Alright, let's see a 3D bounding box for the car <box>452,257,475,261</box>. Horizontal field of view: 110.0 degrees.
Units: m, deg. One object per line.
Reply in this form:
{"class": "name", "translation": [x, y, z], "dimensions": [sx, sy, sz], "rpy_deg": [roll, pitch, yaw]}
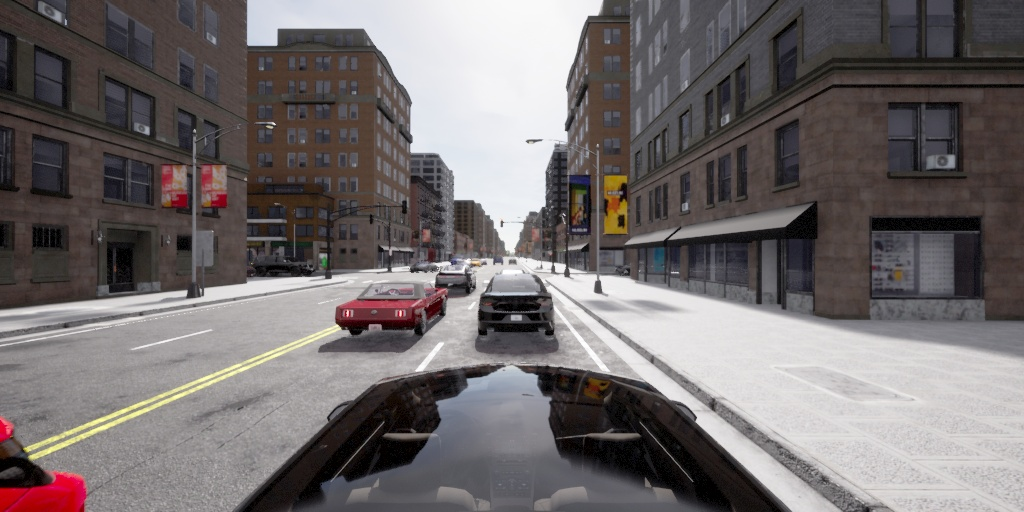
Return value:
{"class": "car", "translation": [-6.044, 1.240, 44.551], "dimensions": [2.128, 1.511, 4.902], "rpy_deg": [0, 0, -8]}

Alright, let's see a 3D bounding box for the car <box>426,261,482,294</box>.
{"class": "car", "translation": [-3.110, 1.240, 20.393], "dimensions": [2.128, 1.511, 4.902], "rpy_deg": [0, 0, 0]}

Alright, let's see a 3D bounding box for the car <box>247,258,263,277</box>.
{"class": "car", "translation": [-25.359, 1.170, 32.223], "dimensions": [4.097, 1.591, 1.967], "rpy_deg": [0, 0, 0]}

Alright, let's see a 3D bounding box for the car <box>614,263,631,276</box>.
{"class": "car", "translation": [13.305, 1.278, 37.789], "dimensions": [4.902, 1.511, 2.128], "rpy_deg": [0, 0, 0]}

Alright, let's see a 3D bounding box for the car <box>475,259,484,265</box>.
{"class": "car", "translation": [-6.460, 1.217, 62.086], "dimensions": [1.882, 1.535, 5.008], "rpy_deg": [0, 0, 0]}

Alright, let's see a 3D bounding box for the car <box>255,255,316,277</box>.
{"class": "car", "translation": [-22.125, 0.963, 34.740], "dimensions": [5.566, 2.045, 2.150], "rpy_deg": [0, 0, 0]}

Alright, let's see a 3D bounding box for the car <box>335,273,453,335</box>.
{"class": "car", "translation": [-3.133, 1.351, 10.458], "dimensions": [1.895, 1.301, 4.718], "rpy_deg": [0, 0, 0]}

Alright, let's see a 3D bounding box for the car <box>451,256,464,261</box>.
{"class": "car", "translation": [-9.685, 0.961, 64.528], "dimensions": [2.150, 2.045, 5.566], "rpy_deg": [0, 0, 1]}

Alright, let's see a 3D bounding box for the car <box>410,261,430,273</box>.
{"class": "car", "translation": [-10.553, 1.320, 43.156], "dimensions": [1.994, 1.385, 4.181], "rpy_deg": [0, 0, 13]}

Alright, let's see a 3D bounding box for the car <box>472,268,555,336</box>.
{"class": "car", "translation": [0.111, 1.227, 10.478], "dimensions": [1.882, 1.535, 5.008], "rpy_deg": [0, 0, 0]}
